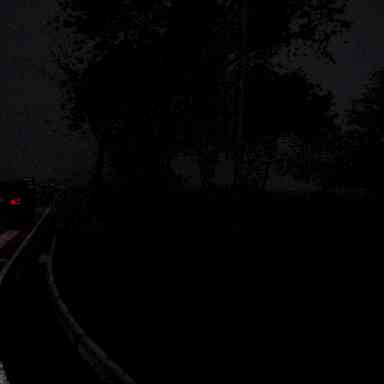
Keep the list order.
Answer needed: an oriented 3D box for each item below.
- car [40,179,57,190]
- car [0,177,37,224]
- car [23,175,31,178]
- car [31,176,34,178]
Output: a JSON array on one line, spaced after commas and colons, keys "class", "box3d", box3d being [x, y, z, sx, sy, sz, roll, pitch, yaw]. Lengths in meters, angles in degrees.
[{"class": "car", "box3d": [-19.270, -1.092, 44.665, 2.033, 1.411, 5.357, 2, 3, -19]}, {"class": "car", "box3d": [-9.873, 0.451, 17.825, 2.150, 2.045, 5.566, 2, 3, -19]}, {"class": "car", "box3d": [-22.200, -1.144, 42.421, 1.837, 1.490, 4.892, 2, 3, -19]}, {"class": "car", "box3d": [-25.652, -1.848, 52.215, 2.128, 1.511, 4.902, 1, 3, -19]}]
